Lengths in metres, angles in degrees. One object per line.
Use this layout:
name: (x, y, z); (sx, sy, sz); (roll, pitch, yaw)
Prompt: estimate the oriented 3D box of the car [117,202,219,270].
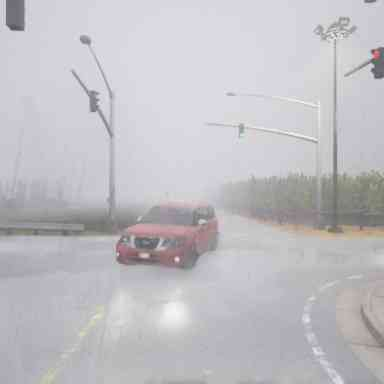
car: (-0.508, 1.413, 11.820); (2.150, 2.045, 5.566); (2, 0, 17)
